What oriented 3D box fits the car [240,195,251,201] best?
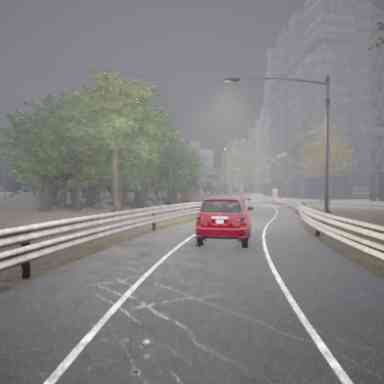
[{"bbox_3d":[13.293,1.514,82.482,1.994,1.385,4.181,0,0,-2],"label":"car"}]

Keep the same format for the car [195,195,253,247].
[{"bbox_3d":[1.589,1.229,15.351,2.150,2.045,5.566,0,0,11],"label":"car"}]
